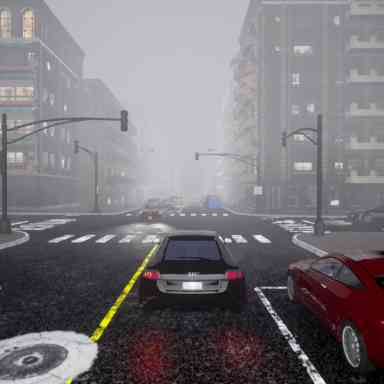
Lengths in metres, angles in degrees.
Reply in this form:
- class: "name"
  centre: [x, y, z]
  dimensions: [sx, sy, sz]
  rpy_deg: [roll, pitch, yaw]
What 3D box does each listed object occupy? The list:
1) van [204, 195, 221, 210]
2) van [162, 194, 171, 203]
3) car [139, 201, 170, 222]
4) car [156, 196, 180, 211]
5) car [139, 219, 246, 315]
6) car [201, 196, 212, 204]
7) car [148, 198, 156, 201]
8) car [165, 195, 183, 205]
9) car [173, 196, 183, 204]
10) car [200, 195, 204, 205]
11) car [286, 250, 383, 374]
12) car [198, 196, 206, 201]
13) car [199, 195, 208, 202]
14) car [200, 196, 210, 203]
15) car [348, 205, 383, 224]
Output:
- class: "van"
  centre: [2.847, 1.382, 43.228]
  dimensions: [1.690, 1.788, 3.998]
  rpy_deg: [-1, 0, 0]
- class: "van"
  centre: [-5.782, 1.478, 76.397]
  dimensions: [1.690, 1.788, 3.998]
  rpy_deg: [-1, 0, 0]
- class: "car"
  centre: [-3.078, 1.618, 26.775]
  dimensions: [1.895, 1.301, 4.718]
  rpy_deg: [0, 0, 0]
- class: "car"
  centre: [-3.065, 1.587, 42.674]
  dimensions: [2.033, 1.411, 5.357]
  rpy_deg: [0, 0, 0]
- class: "car"
  centre: [0.009, 1.564, 7.666]
  dimensions: [1.994, 1.385, 4.181]
  rpy_deg: [0, 0, 0]
- class: "car"
  centre: [2.735, 1.539, 65.287]
  dimensions: [1.967, 1.590, 4.097]
  rpy_deg: [-1, 0, 0]
- class: "car"
  centre: [-5.801, 1.634, 48.782]
  dimensions: [1.802, 1.307, 4.206]
  rpy_deg: [-1, 0, 0]
- class: "car"
  centre: [-3.035, 1.424, 56.970]
  dimensions: [2.097, 1.767, 4.553]
  rpy_deg: [0, 0, 0]
- class: "car"
  centre: [-2.940, 1.585, 69.293]
  dimensions: [1.882, 1.535, 5.008]
  rpy_deg: [0, 0, 0]
- class: "car"
  centre: [2.762, 1.367, 48.725]
  dimensions: [2.192, 1.841, 5.009]
  rpy_deg: [-1, 0, 0]
- class: "car"
  centre: [2.797, 1.582, 5.326]
  dimensions: [1.802, 1.307, 4.206]
  rpy_deg: [0, 0, 0]
- class: "car"
  centre: [2.830, 1.769, 92.895]
  dimensions: [1.947, 1.339, 4.313]
  rpy_deg: [-1, 0, 0]
- class: "car"
  centre: [2.797, 1.598, 81.850]
  dimensions: [1.967, 1.590, 4.097]
  rpy_deg: [-1, 0, 0]
- class: "car"
  centre: [2.741, 1.662, 70.808]
  dimensions: [1.887, 1.381, 4.507]
  rpy_deg: [-1, 0, 0]
- class: "car"
  centre: [14.628, 1.727, 26.239]
  dimensions: [4.181, 1.385, 1.994]
  rpy_deg: [1, 0, 0]
